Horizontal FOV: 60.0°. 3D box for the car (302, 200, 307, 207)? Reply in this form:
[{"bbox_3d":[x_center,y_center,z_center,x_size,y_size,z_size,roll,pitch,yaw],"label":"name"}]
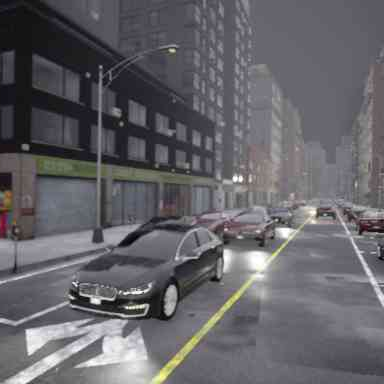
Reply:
[{"bbox_3d":[24.972,2.618,76.381,1.887,1.381,4.507,0,-1,22],"label":"car"}]

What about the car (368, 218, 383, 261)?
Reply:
[{"bbox_3d":[6.916,1.745,10.325,2.008,1.369,4.403,1,-1,22],"label":"car"}]

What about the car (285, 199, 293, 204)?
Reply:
[{"bbox_3d":[12.007,1.968,44.983,1.967,1.590,4.097,0,-1,22],"label":"car"}]

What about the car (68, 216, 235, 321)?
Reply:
[{"bbox_3d":[-0.636,1.544,7.636,1.837,1.490,4.892,1,0,22],"label":"car"}]

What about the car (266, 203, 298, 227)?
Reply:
[{"bbox_3d":[6.728,1.847,25.456,1.994,1.385,4.181,1,0,22],"label":"car"}]

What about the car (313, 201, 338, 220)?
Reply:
[{"bbox_3d":[13.778,1.984,34.260,1.837,1.490,4.892,1,0,23],"label":"car"}]

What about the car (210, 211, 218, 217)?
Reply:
[{"bbox_3d":[1.199,1.719,18.816,1.802,1.307,4.206,1,-1,22],"label":"car"}]

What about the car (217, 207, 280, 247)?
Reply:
[{"bbox_3d":[2.921,1.680,16.245,1.812,1.442,4.674,1,0,22],"label":"car"}]

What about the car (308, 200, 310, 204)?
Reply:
[{"bbox_3d":[27.133,2.714,81.615,1.887,1.381,4.507,0,-1,22],"label":"car"}]

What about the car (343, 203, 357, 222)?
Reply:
[{"bbox_3d":[15.560,2.036,31.257,1.887,1.381,4.507,0,-1,22],"label":"car"}]

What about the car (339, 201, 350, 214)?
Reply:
[{"bbox_3d":[19.881,2.221,41.722,1.947,1.339,4.313,0,-1,22],"label":"car"}]

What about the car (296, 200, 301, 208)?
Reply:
[{"bbox_3d":[16.330,2.017,55.450,2.192,1.841,5.009,0,-1,22],"label":"car"}]

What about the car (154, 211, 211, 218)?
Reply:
[{"bbox_3d":[-0.962,1.633,13.583,1.947,1.339,4.313,1,0,22],"label":"car"}]

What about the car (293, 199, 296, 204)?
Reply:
[{"bbox_3d":[14.167,2.054,50.216,1.967,1.590,4.097,0,-1,22],"label":"car"}]

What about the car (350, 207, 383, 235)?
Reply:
[{"bbox_3d":[11.238,1.883,20.791,1.887,1.381,4.507,0,-1,22],"label":"car"}]

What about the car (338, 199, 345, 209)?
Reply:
[{"bbox_3d":[22.044,2.181,46.956,1.967,1.590,4.097,0,-1,22],"label":"car"}]

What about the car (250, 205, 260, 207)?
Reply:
[{"bbox_3d":[5.459,1.808,29.126,1.752,1.417,4.829,0,-1,22],"label":"car"}]

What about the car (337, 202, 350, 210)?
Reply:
[{"bbox_3d":[28.525,2.579,62.653,1.947,1.339,4.313,0,-1,22],"label":"car"}]

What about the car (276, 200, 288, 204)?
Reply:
[{"bbox_3d":[9.844,2.010,39.749,1.947,1.339,4.313,0,-1,22],"label":"car"}]

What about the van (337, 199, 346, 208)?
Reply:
[{"bbox_3d":[32.849,2.542,73.122,1.690,1.788,3.998,0,-1,22],"label":"van"}]

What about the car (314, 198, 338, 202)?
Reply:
[{"bbox_3d":[17.708,1.982,43.912,2.097,1.767,4.553,1,-1,23],"label":"car"}]

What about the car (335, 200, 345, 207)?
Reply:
[{"bbox_3d":[37.170,2.835,83.586,1.967,1.590,4.097,0,-1,22],"label":"car"}]

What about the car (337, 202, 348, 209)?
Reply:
[{"bbox_3d":[30.686,2.672,67.885,1.947,1.339,4.313,0,-1,22],"label":"car"}]
